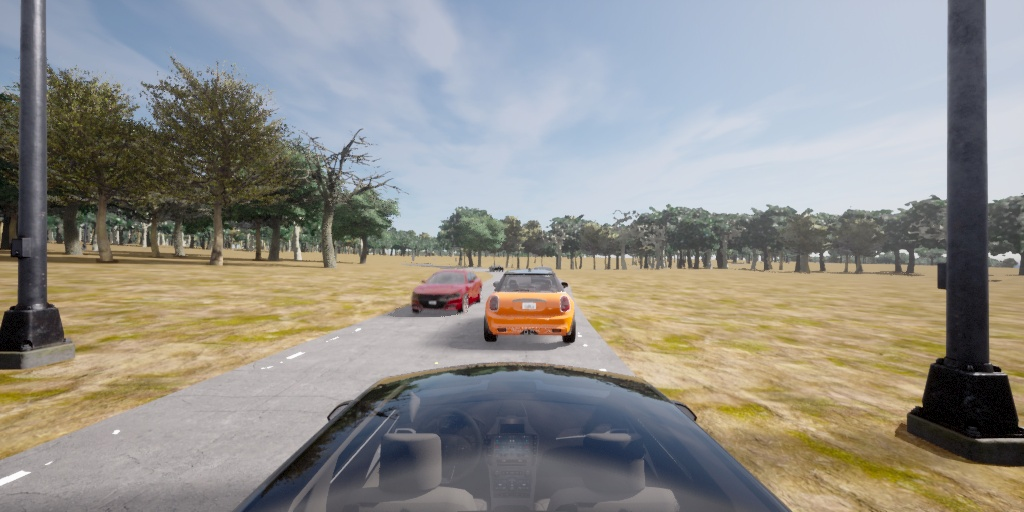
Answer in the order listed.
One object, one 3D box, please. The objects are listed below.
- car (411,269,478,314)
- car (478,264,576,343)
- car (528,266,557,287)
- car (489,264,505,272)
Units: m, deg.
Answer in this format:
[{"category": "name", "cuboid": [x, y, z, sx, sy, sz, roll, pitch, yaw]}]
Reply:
[{"category": "car", "cuboid": [-2.394, 1.291, 14.290, 1.882, 1.535, 5.008, 0, -1, 5]}, {"category": "car", "cuboid": [0.520, 1.130, 9.994, 2.097, 1.767, 4.553, 0, 0, 4]}, {"category": "car", "cuboid": [2.429, 1.530, 28.208, 2.033, 1.411, 5.357, 0, -1, 5]}, {"category": "car", "cuboid": [-2.617, 2.054, 60.876, 1.895, 1.301, 4.718, 0, -1, -13]}]
